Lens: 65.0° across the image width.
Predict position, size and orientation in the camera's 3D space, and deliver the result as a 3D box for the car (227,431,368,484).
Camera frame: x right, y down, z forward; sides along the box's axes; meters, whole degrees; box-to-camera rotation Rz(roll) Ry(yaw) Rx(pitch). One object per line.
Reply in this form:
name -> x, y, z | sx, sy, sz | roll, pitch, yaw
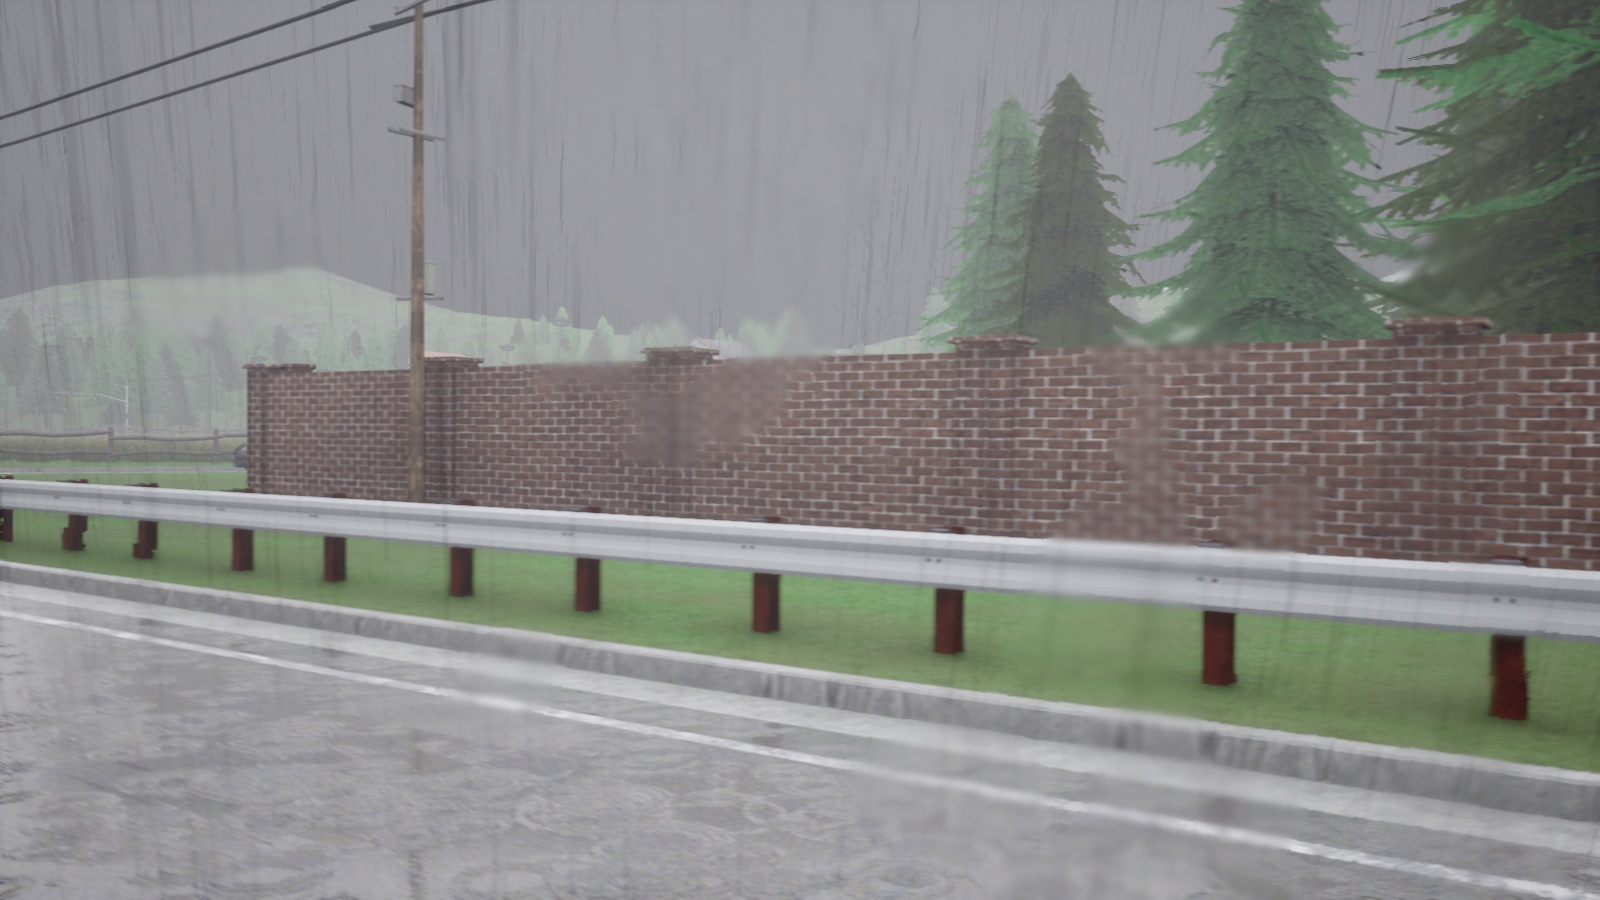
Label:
car -> -16.397, 0.218, 41.023 | 3.988, 1.617, 1.851 | -1, 1, -31
